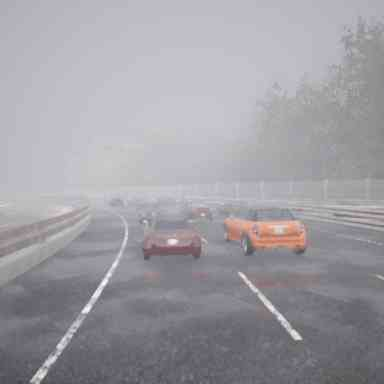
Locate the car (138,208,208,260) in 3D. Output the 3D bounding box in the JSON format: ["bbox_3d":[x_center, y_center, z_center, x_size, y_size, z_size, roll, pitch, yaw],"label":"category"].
[{"bbox_3d":[-0.865,1.508,12.357,1.994,1.385,4.181,0,0,-8],"label":"car"}]

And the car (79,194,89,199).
[{"bbox_3d":[-26.265,1.102,79.067,4.181,1.385,1.994,0,0,43],"label":"car"}]

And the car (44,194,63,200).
[{"bbox_3d":[-31.232,1.147,74.134,4.181,1.385,1.994,0,0,43],"label":"car"}]

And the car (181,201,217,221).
[{"bbox_3d":[0.227,1.404,25.209,1.812,1.442,4.674,0,1,-14],"label":"car"}]

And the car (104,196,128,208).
[{"bbox_3d":[-10.569,1.337,44.946,1.837,1.490,4.892,0,1,-25],"label":"car"}]

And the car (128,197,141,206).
[{"bbox_3d":[-7.916,1.372,47.460,1.994,1.385,4.181,0,0,-26],"label":"car"}]

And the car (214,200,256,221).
[{"bbox_3d":[3.372,1.421,27.051,1.994,1.385,4.181,0,0,-14],"label":"car"}]

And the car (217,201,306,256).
[{"bbox_3d":[2.598,1.278,13.036,2.097,1.767,4.553,0,0,-7],"label":"car"}]

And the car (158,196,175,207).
[{"bbox_3d":[-3.904,1.284,47.188,2.128,1.511,4.902,0,0,-25],"label":"car"}]

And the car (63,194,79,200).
[{"bbox_3d":[-28.749,1.097,76.600,4.902,1.511,2.128,0,0,43],"label":"car"}]

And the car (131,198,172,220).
[{"bbox_3d":[-3.052,1.446,23.955,2.033,1.411,5.357,0,0,-13],"label":"car"}]
